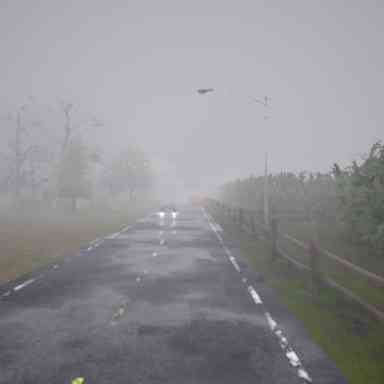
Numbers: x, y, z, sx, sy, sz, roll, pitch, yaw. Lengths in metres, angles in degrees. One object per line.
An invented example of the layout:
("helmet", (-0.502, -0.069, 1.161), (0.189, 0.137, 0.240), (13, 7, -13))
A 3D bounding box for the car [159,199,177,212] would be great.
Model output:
("car", (-2.821, 1.627, 40.101), (1.812, 1.442, 4.674), (0, 0, 0))

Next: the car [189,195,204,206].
("car", (0.925, 1.475, 56.371), (2.097, 1.767, 4.553), (0, 0, 1))

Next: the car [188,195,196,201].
("car", (0.039, 1.533, 85.800), (1.994, 1.385, 4.181), (0, 0, 0))
